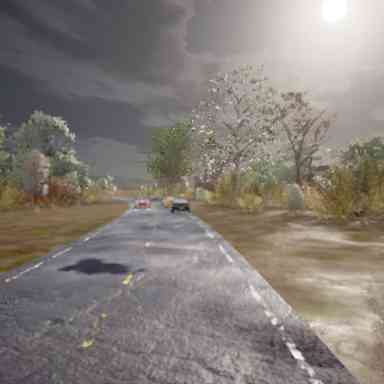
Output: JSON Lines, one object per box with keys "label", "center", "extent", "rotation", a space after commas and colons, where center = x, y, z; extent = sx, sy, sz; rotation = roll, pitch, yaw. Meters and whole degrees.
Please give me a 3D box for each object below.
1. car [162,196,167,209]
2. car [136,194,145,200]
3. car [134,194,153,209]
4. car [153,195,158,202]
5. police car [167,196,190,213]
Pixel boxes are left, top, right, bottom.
{"label": "car", "center": [-2.707, 1.416, 45.616], "extent": [1.882, 1.535, 5.008], "rotation": [0, 0, -9]}
{"label": "car", "center": [-13.949, 1.314, 90.073], "extent": [1.812, 1.442, 4.674], "rotation": [0, 0, -18]}
{"label": "car", "center": [-6.614, 1.298, 44.490], "extent": [2.097, 1.767, 4.553], "rotation": [0, 0, -9]}
{"label": "car", "center": [-8.343, 1.312, 69.962], "extent": [2.033, 1.411, 5.357], "rotation": [0, 0, -14]}
{"label": "police car", "center": [-1.337, 1.376, 35.741], "extent": [1.930, 1.638, 5.238], "rotation": [0, 0, -7]}
